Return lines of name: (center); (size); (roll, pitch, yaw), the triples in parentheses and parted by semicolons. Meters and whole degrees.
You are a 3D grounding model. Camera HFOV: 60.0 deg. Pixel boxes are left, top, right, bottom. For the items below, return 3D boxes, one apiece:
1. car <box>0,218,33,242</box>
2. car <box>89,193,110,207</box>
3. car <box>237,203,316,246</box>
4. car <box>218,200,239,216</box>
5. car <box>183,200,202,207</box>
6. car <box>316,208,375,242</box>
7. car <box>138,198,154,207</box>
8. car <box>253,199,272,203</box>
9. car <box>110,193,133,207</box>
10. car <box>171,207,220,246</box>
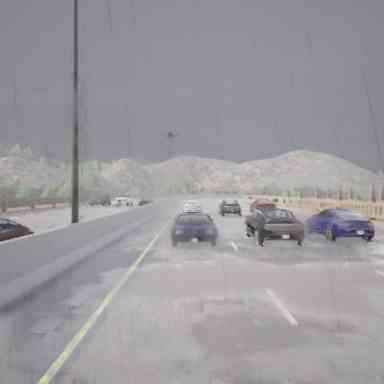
car: (-7.104, 1.566, 11.180); (1.994, 1.385, 4.181); (0, 0, 0)
car: (-14.090, 1.231, 51.406); (2.150, 2.045, 5.566); (0, 0, 0)
car: (3.595, 1.494, 15.174); (2.128, 1.511, 4.902); (0, 0, 0)
car: (3.587, 1.497, 32.055); (2.128, 1.511, 4.902); (0, 0, 0)
car: (0.074, 1.532, 33.160); (1.812, 1.442, 4.674); (0, 0, 0)
car: (7.094, 1.528, 16.310); (1.812, 1.442, 4.674); (0, 0, 0)
car: (-7.091, 1.610, 51.654); (1.895, 1.301, 4.718); (0, 0, 0)
car: (7.087, 1.483, 33.624); (1.882, 1.535, 5.008); (0, 0, 0)
car: (-10.593, 1.231, 51.417); (2.150, 2.045, 5.566); (0, 0, 0)
car: (0.094, 1.604, 15.285); (1.895, 1.301, 4.718); (0, 0, 0)
